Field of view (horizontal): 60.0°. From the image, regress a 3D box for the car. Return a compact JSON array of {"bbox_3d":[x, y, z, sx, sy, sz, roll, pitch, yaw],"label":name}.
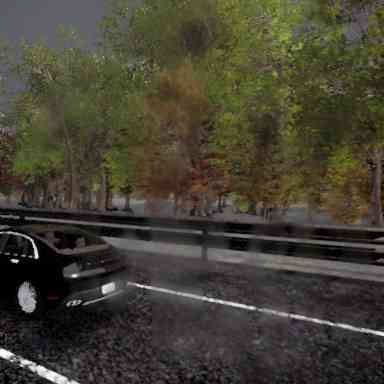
[{"bbox_3d":[-3.556,1.477,7.260,4.892,1.490,1.837,0,0,32],"label":"car"}]
